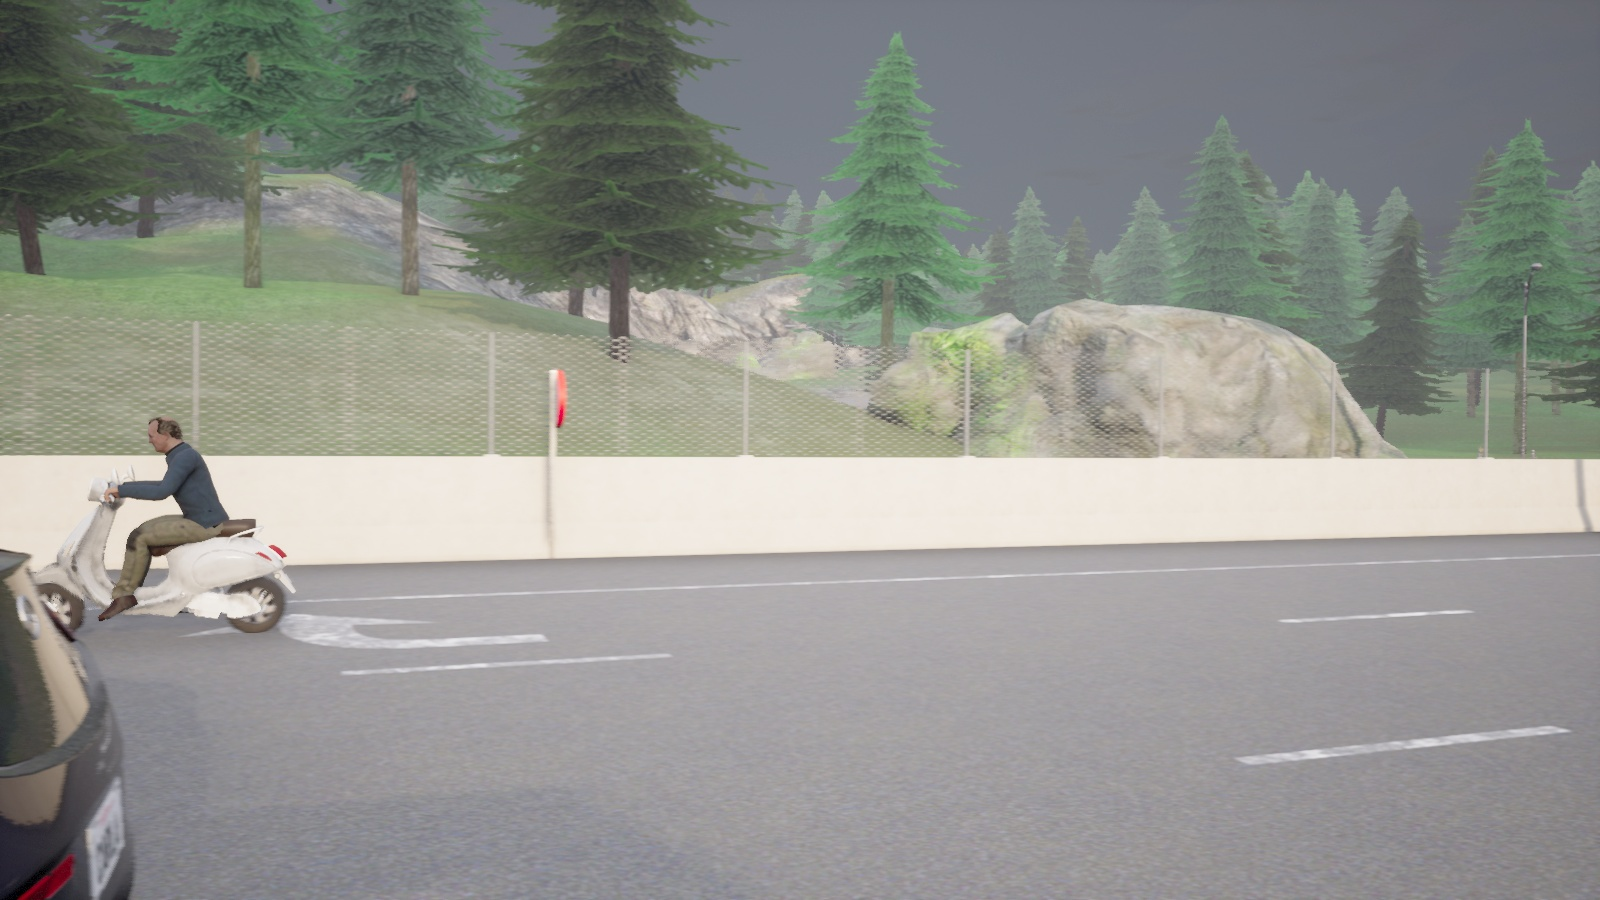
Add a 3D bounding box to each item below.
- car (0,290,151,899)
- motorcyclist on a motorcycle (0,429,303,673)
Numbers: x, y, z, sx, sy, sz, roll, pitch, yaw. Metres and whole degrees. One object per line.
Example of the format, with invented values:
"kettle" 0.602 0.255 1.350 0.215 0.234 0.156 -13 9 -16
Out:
"car" -3.874 0.591 1.766 5.027 1.651 2.152 -1 1 -21
"motorcyclist on a motorcycle" -4.555 0.654 8.996 1.817 1.590 0.866 -1 1 -21
